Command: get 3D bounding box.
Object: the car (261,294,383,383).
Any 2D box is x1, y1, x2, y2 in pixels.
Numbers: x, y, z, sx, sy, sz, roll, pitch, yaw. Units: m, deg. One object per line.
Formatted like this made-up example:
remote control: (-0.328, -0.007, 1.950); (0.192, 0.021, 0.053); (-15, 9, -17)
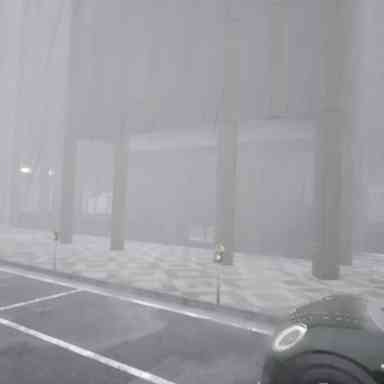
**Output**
car: (3.043, 1.622, 3.255); (4.553, 1.767, 2.097); (1, -3, 31)
